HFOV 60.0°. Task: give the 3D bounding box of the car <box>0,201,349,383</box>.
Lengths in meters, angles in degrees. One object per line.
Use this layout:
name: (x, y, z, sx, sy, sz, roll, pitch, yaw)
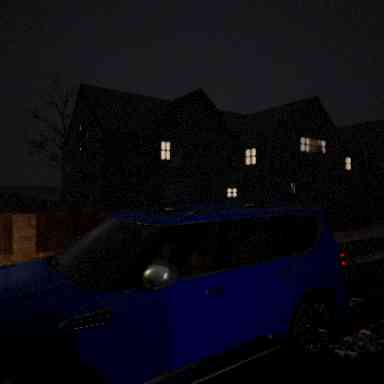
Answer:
car: (-0.266, 1.181, 4.275, 5.566, 2.045, 2.150, 0, 1, -35)
